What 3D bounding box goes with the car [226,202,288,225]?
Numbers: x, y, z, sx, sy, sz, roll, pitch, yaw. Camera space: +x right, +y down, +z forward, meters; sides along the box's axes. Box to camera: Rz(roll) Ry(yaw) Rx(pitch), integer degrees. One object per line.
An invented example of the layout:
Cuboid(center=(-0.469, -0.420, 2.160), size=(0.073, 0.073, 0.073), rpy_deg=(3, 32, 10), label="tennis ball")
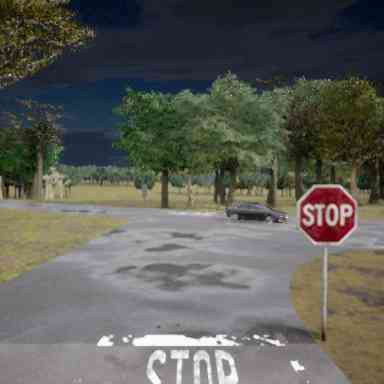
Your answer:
Cuboid(center=(4.975, 1.607, 25.795), size=(4.892, 1.490, 1.837), rpy_deg=(2, 2, 35), label="car")
